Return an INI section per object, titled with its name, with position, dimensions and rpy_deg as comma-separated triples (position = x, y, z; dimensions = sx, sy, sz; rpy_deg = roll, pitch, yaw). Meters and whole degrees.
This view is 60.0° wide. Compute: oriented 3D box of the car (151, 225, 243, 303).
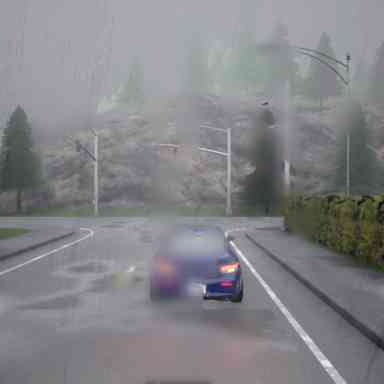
[car]
position = 0.103, 1.526, 8.091
dimensions = 1.812, 1.442, 4.674
rpy_deg = 0, 0, 0
